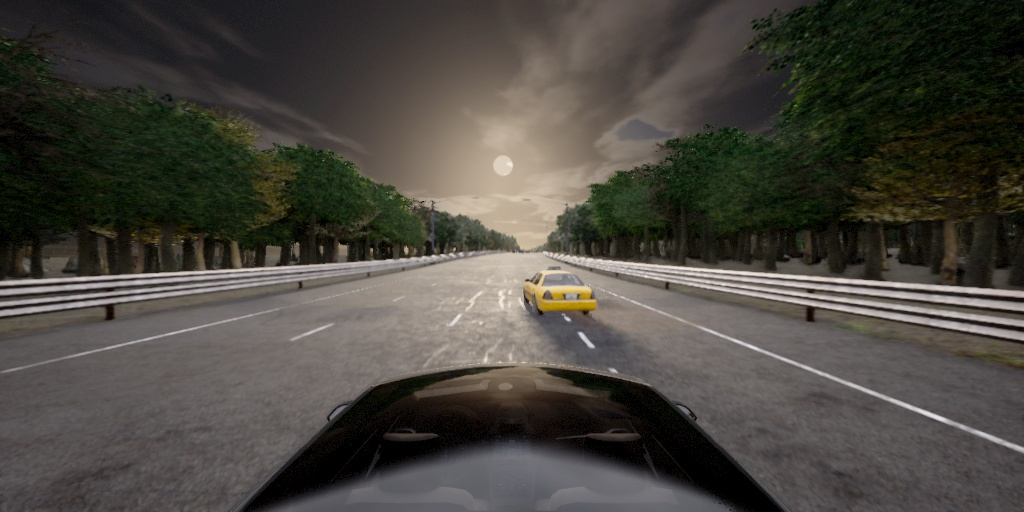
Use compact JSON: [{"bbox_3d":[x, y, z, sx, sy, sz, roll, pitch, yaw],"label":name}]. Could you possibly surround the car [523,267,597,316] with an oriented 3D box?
[{"bbox_3d":[1.522,1.183,13.272,1.801,1.575,5.366,0,0,-6],"label":"car"}]
